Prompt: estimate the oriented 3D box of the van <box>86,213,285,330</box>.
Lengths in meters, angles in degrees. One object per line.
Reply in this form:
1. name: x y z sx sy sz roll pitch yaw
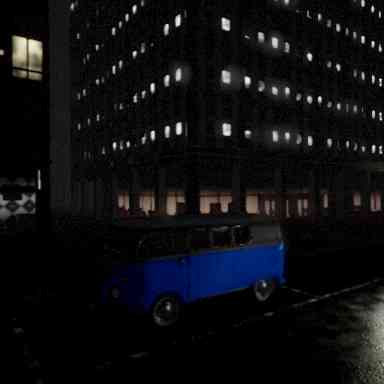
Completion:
1. van: 0.074 1.341 6.625 3.998 1.788 1.690 0 -1 -35
